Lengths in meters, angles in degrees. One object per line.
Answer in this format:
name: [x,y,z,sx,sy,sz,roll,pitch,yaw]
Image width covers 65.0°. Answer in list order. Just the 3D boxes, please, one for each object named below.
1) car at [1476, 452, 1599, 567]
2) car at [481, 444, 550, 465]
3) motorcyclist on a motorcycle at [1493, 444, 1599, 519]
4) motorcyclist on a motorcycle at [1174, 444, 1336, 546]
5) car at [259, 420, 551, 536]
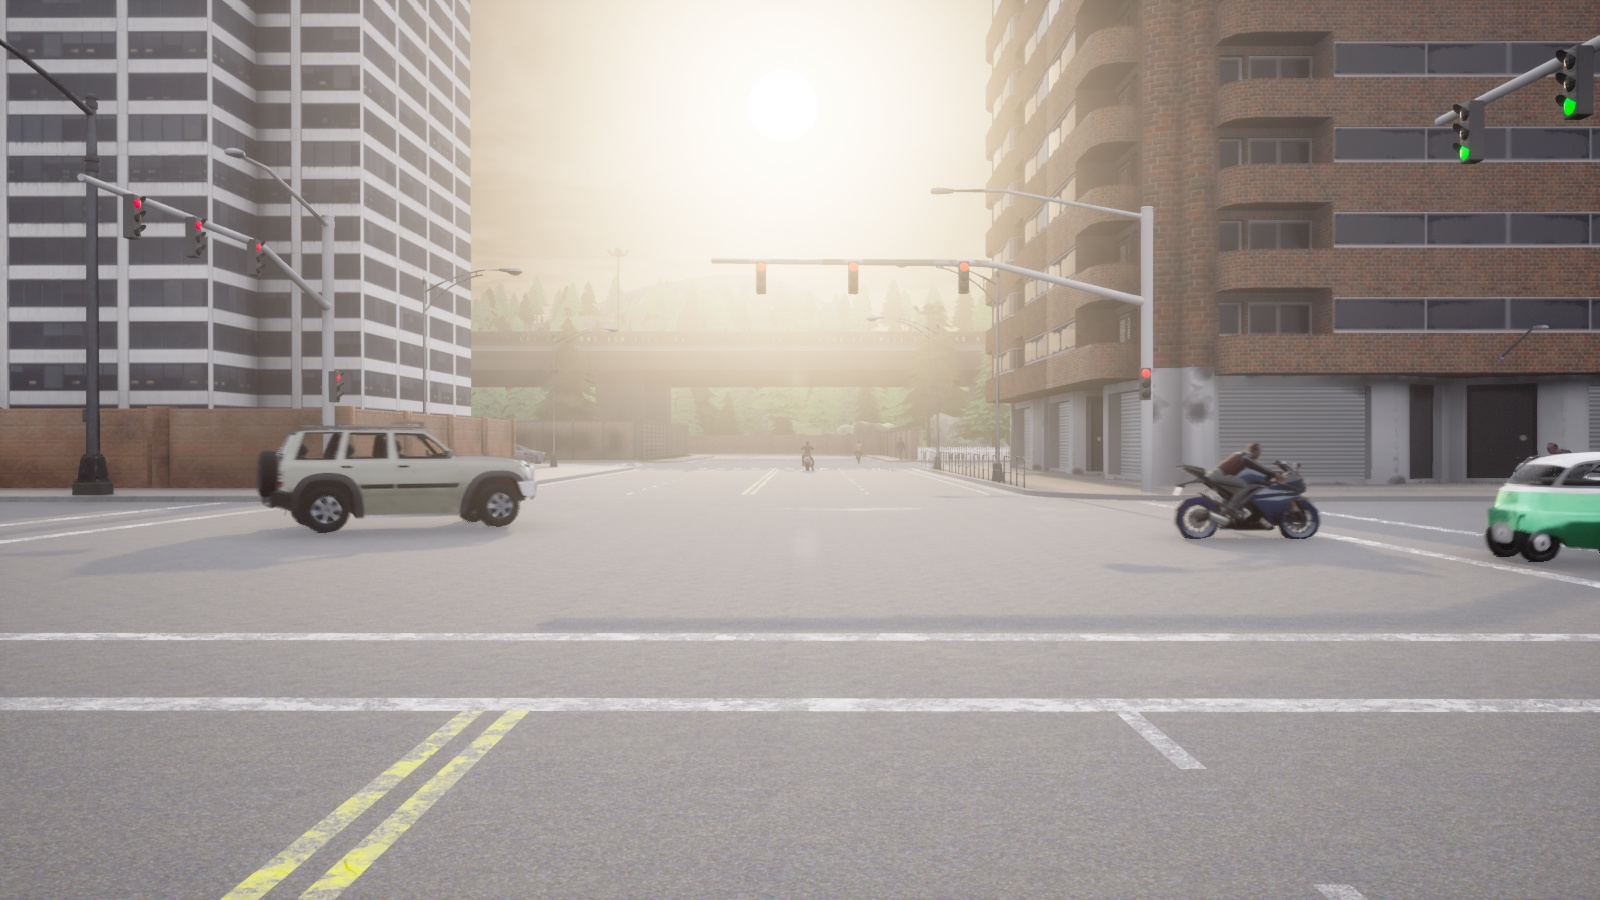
car: [10.061,0.720,15.892,2.207,1.376,1.481,0,0,1]
car: [-18.803,0.271,83.105,4.181,1.385,1.994,0,0,0]
motorcyclist on a motorcycle: [15.862,0.646,26.328,2.191,1.530,0.866,0,0,1]
motorcyclist on a motorcycle: [7.005,0.677,19.426,2.191,1.530,0.866,0,0,1]
car: [-6.902,0.433,22.043,4.605,1.855,1.932,0,1,-29]
